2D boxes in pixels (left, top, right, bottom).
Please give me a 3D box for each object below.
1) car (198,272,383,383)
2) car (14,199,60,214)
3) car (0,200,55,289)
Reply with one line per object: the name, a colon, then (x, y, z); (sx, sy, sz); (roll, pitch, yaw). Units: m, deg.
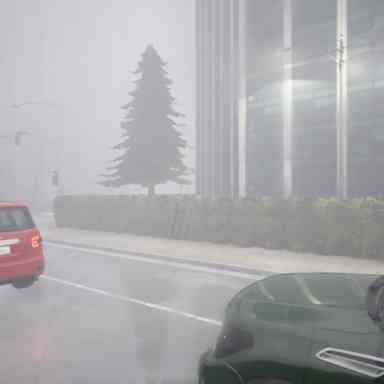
car: (2.711, 1.221, 2.057); (5.566, 2.045, 2.150); (0, 0, 36)
car: (-17.214, 1.564, 37.021); (1.994, 1.385, 4.181); (0, 0, 36)
car: (-5.762, 1.221, 8.033); (5.566, 2.045, 2.150); (0, 0, 38)
